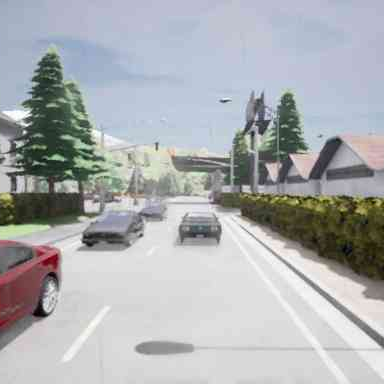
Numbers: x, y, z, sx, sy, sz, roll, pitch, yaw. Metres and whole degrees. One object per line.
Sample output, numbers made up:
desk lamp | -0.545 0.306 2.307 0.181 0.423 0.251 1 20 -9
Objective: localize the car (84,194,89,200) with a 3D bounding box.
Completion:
car | -22.543 1.152 74.746 4.514 1.523 2.007 0 0 1

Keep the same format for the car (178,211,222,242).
car | 0.398 1.591 16.298 1.895 1.301 4.718 0 0 1

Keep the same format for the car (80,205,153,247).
car | -3.303 1.523 15.194 2.033 1.411 5.357 0 0 1

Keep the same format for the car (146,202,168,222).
car | -2.981 1.523 26.801 2.033 1.411 5.357 0 0 1

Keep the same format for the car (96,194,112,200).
car | -22.358 1.168 84.737 3.633 1.501 1.845 0 0 1

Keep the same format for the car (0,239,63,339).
car | -3.527 1.460 4.614 1.882 1.535 5.008 0 0 1

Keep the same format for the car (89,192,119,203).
car | -15.610 0.971 58.902 3.866 1.878 1.905 0 0 1

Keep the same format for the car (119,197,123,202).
car | -14.953 1.256 62.218 3.806 1.475 1.970 0 0 1
